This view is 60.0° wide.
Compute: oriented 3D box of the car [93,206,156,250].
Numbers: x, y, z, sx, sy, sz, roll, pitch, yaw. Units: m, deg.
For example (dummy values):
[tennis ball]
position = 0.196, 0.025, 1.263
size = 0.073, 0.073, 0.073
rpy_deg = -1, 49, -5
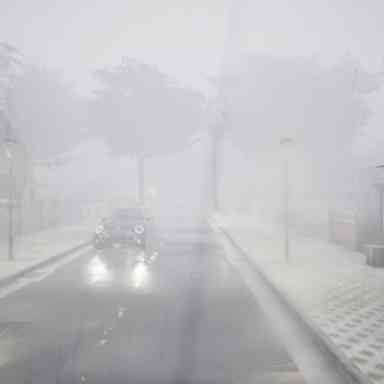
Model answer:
[car]
position = -2.853, 1.461, 14.927
size = 2.097, 1.767, 4.553
rpy_deg = 0, 0, 0
